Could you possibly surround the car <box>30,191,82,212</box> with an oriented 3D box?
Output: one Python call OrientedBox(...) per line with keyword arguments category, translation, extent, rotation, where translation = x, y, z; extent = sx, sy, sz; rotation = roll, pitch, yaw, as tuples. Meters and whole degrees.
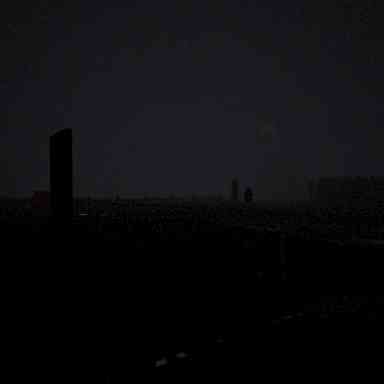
OrientedBox(category="car", translation=(-13.134, 0.910, 32.005), extent=(5.566, 2.045, 2.150), rotation=(0, 1, 30))
